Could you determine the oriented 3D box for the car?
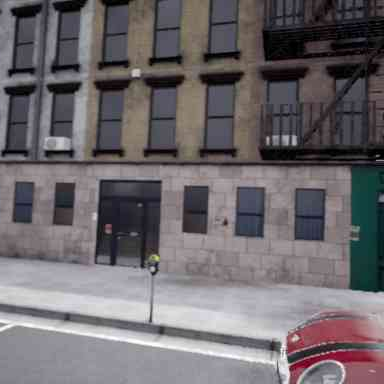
[{"bbox_3d":[3.094,1.712,3.113,4.553,1.767,2.097,2,-4,15],"label":"car"}]
